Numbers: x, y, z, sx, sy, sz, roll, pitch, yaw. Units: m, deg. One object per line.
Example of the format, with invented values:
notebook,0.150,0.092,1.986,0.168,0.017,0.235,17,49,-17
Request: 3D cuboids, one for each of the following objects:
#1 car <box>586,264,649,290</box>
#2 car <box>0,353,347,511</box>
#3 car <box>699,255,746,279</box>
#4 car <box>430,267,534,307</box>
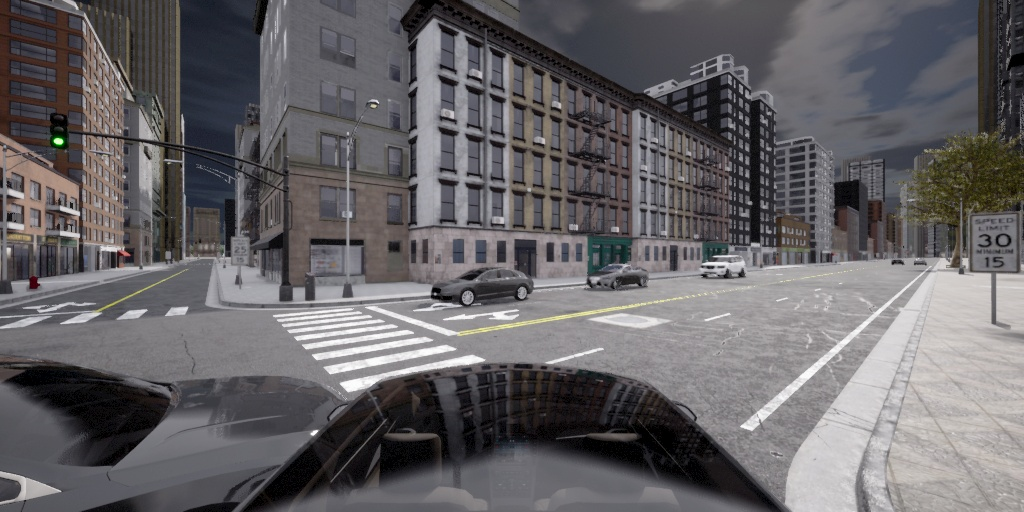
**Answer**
car,6.635,1.243,22.338,4.902,1.511,2.128,0,0,-40
car,-3.246,1.257,1.587,4.892,1.490,1.837,0,0,-35
car,19.397,0.958,32.912,5.566,2.045,2.150,0,0,-38
car,-1.192,1.265,15.830,4.892,1.490,1.837,0,0,-40
